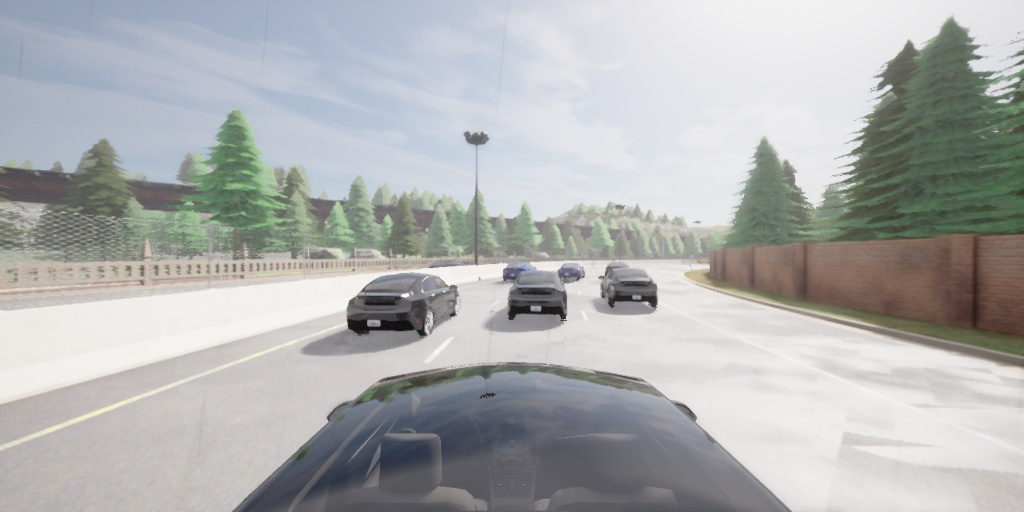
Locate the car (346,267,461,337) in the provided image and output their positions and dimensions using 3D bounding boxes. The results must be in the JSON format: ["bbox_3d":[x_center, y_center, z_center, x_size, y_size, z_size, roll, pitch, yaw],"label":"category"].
[{"bbox_3d":[-2.814,1.234,10.306,1.837,1.490,4.892,0,0,5],"label":"car"}]

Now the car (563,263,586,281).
[{"bbox_3d":[5.014,1.265,30.186,1.812,1.442,4.674,1,0,18],"label":"car"}]

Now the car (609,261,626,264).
[{"bbox_3d":[9.736,1.239,32.984,1.882,1.535,5.008,0,0,20],"label":"car"}]

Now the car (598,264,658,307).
[{"bbox_3d":[4.930,1.263,15.509,1.837,1.490,4.892,0,0,9],"label":"car"}]

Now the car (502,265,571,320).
[{"bbox_3d":[0.962,1.248,12.623,1.837,1.490,4.892,0,0,7],"label":"car"}]

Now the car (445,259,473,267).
[{"bbox_3d":[-5.511,1.286,42.415,1.895,1.301,4.718,0,0,24],"label":"car"}]

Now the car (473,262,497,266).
[{"bbox_3d":[-2.238,1.301,41.189,1.895,1.301,4.718,0,0,24],"label":"car"}]

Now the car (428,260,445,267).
[{"bbox_3d":[-8.432,1.176,44.382,1.837,1.490,4.892,0,0,24],"label":"car"}]

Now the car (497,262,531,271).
[{"bbox_3d":[0.734,1.204,28.207,1.882,1.535,5.008,0,0,16],"label":"car"}]
